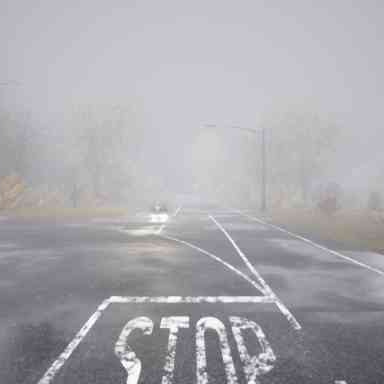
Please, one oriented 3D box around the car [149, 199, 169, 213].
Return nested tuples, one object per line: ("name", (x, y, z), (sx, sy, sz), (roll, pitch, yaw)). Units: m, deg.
("car", (-3.517, 1.511, 36.523), (2.128, 1.511, 4.902), (0, 0, 0))
